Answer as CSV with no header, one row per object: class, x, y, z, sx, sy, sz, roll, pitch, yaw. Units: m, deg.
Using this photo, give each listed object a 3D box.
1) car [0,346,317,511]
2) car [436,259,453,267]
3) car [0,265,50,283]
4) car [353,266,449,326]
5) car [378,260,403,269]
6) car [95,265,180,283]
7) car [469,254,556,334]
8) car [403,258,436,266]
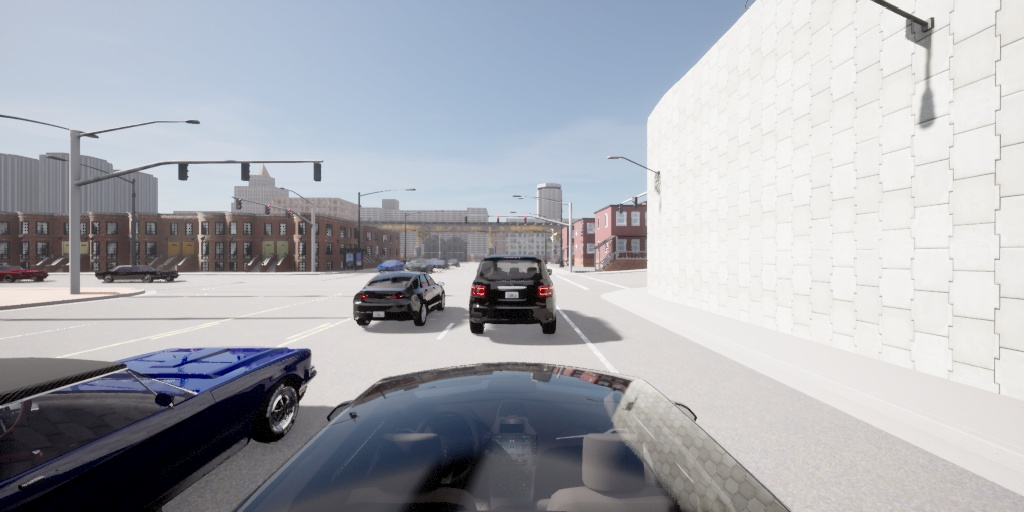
car,-3.397,1.351,2.391,1.895,1.301,4.718,0,0,0
car,-10.607,1.298,53.259,2.033,1.411,5.357,0,0,0
car,-38.295,1.351,27.065,4.718,1.301,1.895,0,0,0
car,-3.422,1.255,11.645,1.837,1.490,4.892,0,0,0
car,-14.111,1.228,42.081,1.882,1.535,5.008,0,0,0
car,-28.178,1.351,27.101,4.718,1.301,1.895,0,0,0
car,0.062,0.971,10.755,2.150,2.045,5.566,0,0,1
car,-10.551,1.102,41.387,2.097,1.767,4.553,0,0,-1
